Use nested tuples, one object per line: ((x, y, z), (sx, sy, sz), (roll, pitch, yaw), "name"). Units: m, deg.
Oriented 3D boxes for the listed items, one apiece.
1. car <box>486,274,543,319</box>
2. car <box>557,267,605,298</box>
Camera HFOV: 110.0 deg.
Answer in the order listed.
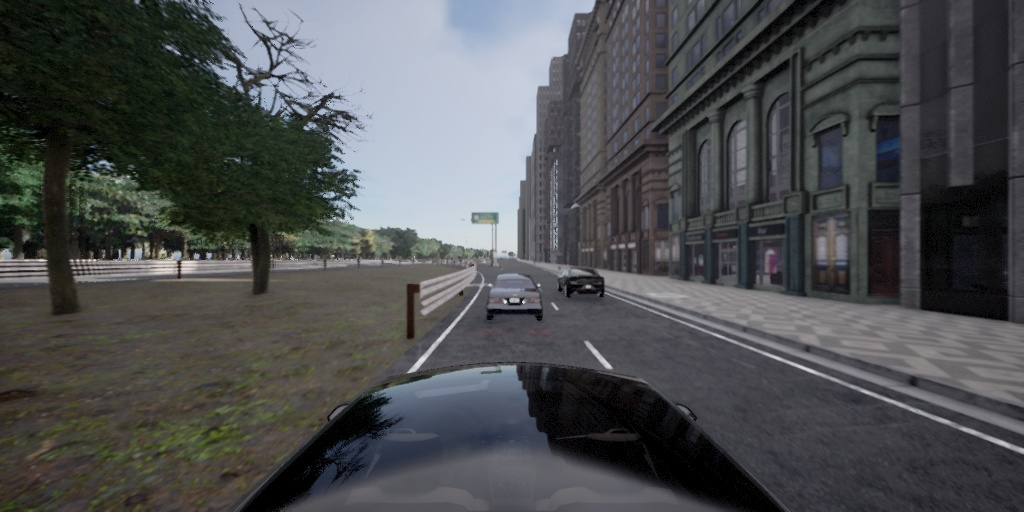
((0.086, 1.353, 12.955), (2.033, 1.411, 5.357), (0, 0, 0), "car")
((3.598, 1.318, 19.395), (1.882, 1.535, 5.008), (0, 0, 0), "car")
